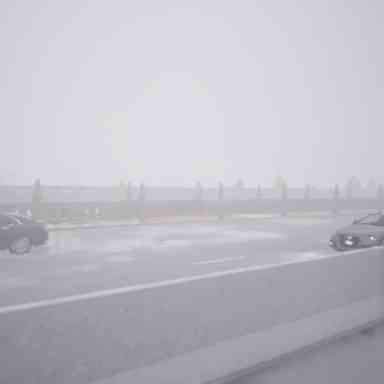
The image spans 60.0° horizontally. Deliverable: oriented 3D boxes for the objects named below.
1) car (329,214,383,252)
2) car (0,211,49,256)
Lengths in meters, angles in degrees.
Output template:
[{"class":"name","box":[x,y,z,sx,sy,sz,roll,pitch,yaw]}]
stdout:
[{"class":"car","box":[6.992,1.504,12.053,4.181,1.385,1.994,0,0,-28]},{"class":"car","box":[-7.525,1.445,11.338,4.892,1.490,1.837,0,0,-34]}]
